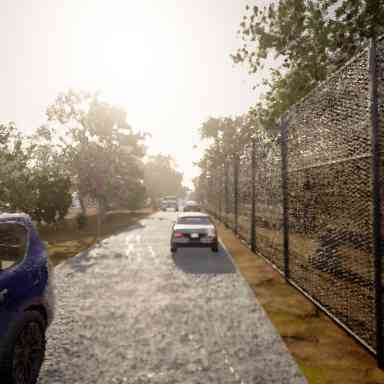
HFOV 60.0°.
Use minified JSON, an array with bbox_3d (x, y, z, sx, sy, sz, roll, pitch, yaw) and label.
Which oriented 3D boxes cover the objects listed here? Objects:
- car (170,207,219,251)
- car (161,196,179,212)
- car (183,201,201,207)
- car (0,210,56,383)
[{"bbox_3d":[0.080,1.563,14.032,2.033,1.411,5.357,0,0,0],"label":"car"},{"bbox_3d":[-2.998,1.601,45.969,2.150,2.045,5.566,0,-1,0],"label":"car"},{"bbox_3d":[-0.002,1.727,35.390,1.812,1.442,4.674,0,-1,0],"label":"car"},{"bbox_3d":[-2.880,1.216,2.177,2.150,2.045,5.566,1,0,1],"label":"car"}]
